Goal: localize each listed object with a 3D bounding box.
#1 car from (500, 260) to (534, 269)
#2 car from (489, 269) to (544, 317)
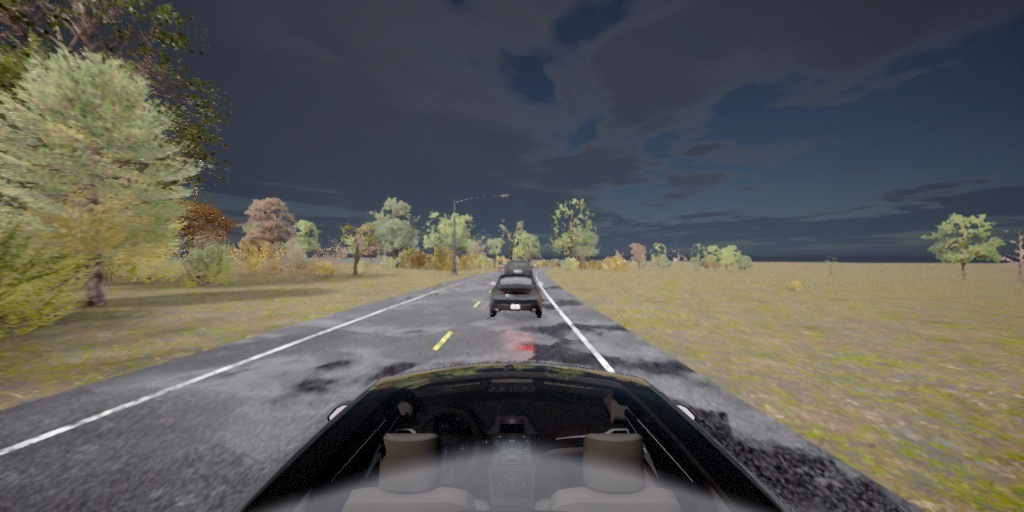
[{"bbox_3d":[0.538,1.341,27.961,2.150,2.045,5.566,0,-1,3],"label":"car"},{"bbox_3d":[0.181,1.420,14.082,1.837,1.490,4.892,0,0,2],"label":"car"}]
